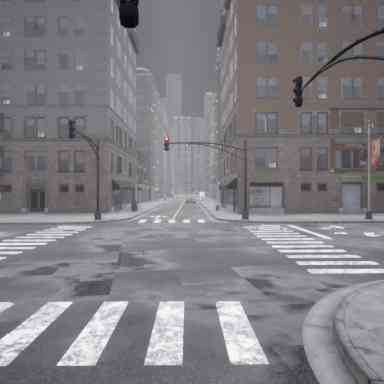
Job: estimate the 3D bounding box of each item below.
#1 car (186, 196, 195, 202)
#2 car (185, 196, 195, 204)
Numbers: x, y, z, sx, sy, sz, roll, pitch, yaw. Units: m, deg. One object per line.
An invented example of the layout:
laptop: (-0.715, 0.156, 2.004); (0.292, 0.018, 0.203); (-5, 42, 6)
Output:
car: (-0.375, 1.484, 73.703); (1.895, 1.301, 4.718); (0, 0, 0)
car: (-0.306, 1.649, 63.698); (1.895, 1.301, 4.718); (0, 0, 0)
